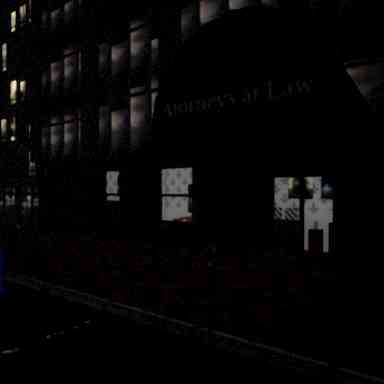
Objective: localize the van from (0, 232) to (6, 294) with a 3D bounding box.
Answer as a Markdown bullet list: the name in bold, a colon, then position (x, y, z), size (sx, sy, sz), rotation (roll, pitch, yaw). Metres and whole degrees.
- **van**: position (-5.442, 1.315, 6.749), size (3.998, 1.788, 1.690), rotation (0, 0, 35)
